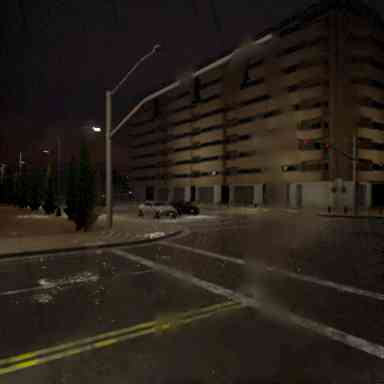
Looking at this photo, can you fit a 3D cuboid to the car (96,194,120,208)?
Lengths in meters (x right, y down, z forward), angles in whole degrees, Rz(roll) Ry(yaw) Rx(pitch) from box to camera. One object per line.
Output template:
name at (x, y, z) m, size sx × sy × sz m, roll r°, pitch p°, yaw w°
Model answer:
car at (-12.670, 1.432, 48.048) m, size 2.128 × 1.511 × 4.902 m, roll 0°, pitch 0°, yaw -35°

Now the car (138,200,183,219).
car at (-2.983, 1.467, 28.213) m, size 1.812 × 1.442 × 4.674 m, roll 0°, pitch 0°, yaw -35°

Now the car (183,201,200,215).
car at (-1.105, 1.504, 31.623) m, size 1.994 × 1.385 × 4.181 m, roll 0°, pitch 0°, yaw -35°
